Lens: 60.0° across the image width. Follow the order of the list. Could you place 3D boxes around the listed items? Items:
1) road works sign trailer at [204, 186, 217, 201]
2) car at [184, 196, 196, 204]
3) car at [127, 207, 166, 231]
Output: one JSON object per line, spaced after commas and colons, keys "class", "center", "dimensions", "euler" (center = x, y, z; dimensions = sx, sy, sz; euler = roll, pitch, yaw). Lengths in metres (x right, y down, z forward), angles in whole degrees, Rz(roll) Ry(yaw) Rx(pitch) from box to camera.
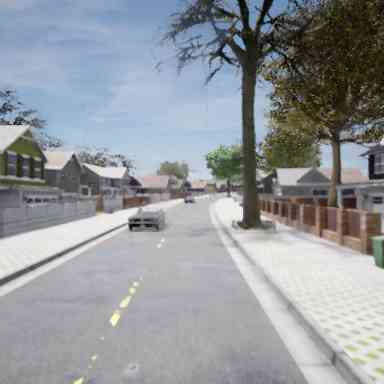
{"class": "road works sign trailer", "center": [3.981, 0.271, 75.636], "dimensions": [2.380, 3.560, 2.880], "euler": [0, 0, 8]}
{"class": "car", "center": [-0.395, 1.456, 61.269], "dimensions": [2.033, 1.411, 5.357], "euler": [0, 0, 6]}
{"class": "car", "center": [-2.747, 1.613, 20.898], "dimensions": [1.895, 1.301, 4.718], "euler": [0, 0, 1]}
